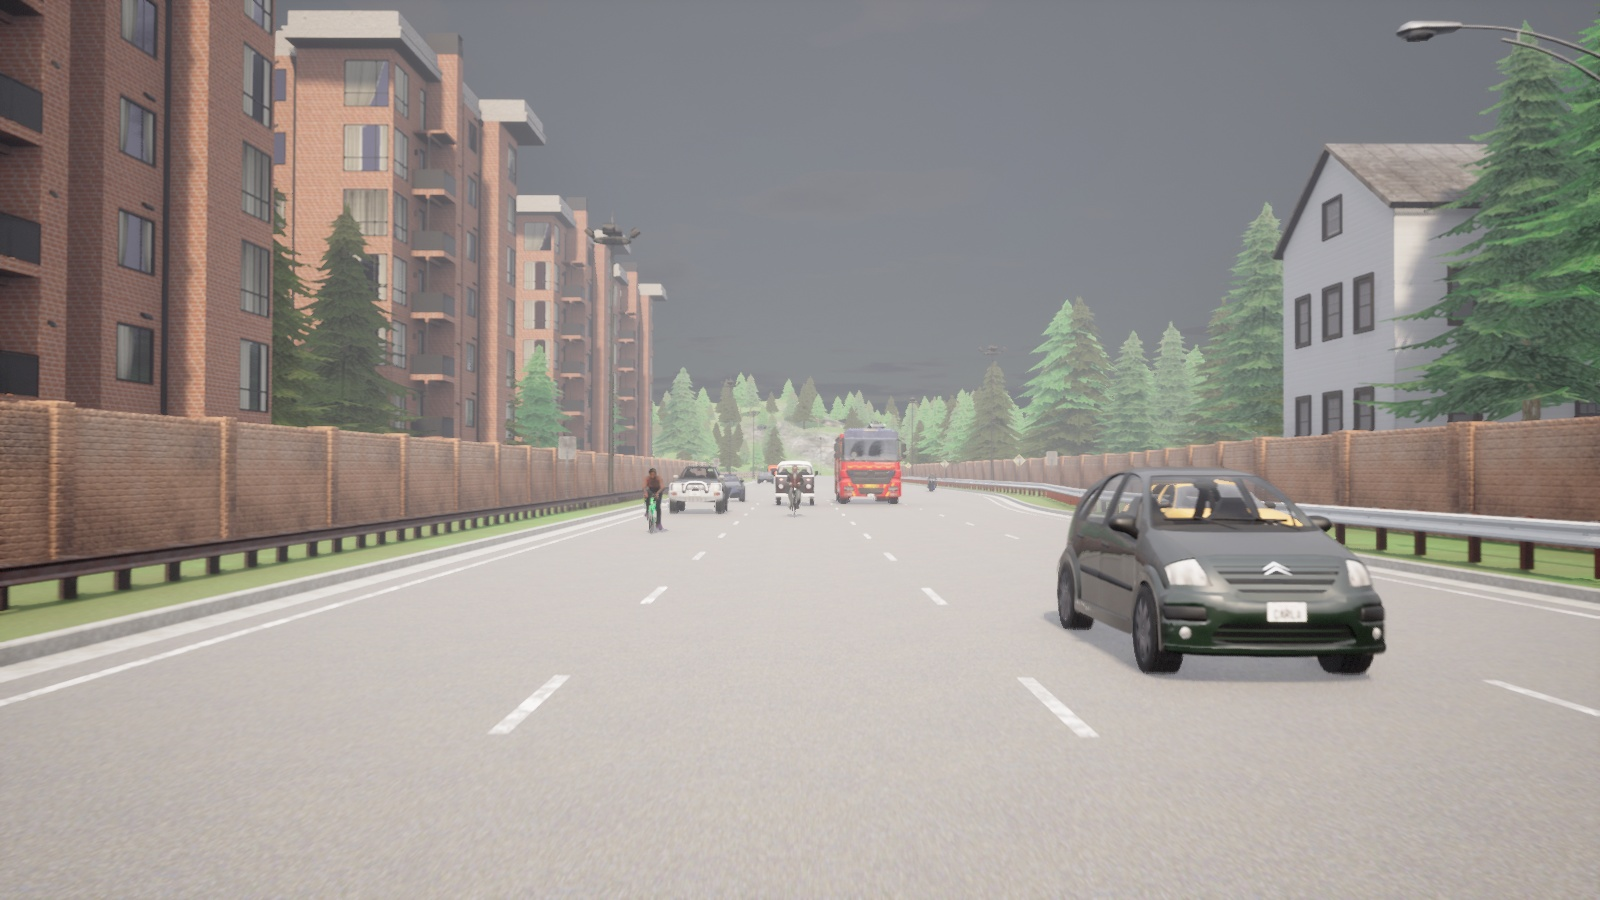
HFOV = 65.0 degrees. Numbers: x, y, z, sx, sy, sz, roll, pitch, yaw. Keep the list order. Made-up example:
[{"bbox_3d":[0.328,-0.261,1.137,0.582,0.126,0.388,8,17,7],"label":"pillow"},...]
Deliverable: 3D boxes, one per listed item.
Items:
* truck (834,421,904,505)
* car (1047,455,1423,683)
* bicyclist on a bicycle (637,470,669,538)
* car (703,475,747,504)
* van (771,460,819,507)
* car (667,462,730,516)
[{"bbox_3d":[3.269,0.667,61.564,2.891,3.827,8.468,0,-1,0],"label":"truck"},{"bbox_3d":[3.499,0.882,10.965,1.851,1.617,3.988,0,-1,-1],"label":"car"},{"bbox_3d":[-3.615,1.300,30.936,0.582,1.620,1.656,0,0,0],"label":"bicyclist on a bicycle"},{"bbox_3d":[-3.732,1.952,63.248,1.994,1.385,4.181,0,-1,0],"label":"car"},{"bbox_3d":[-0.210,1.492,56.940,2.069,2.038,4.480,0,-1,0],"label":"van"},{"bbox_3d":[-3.657,1.416,45.903,1.932,1.855,4.605,0,-1,0],"label":"car"}]
